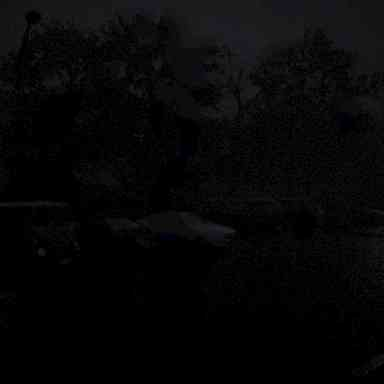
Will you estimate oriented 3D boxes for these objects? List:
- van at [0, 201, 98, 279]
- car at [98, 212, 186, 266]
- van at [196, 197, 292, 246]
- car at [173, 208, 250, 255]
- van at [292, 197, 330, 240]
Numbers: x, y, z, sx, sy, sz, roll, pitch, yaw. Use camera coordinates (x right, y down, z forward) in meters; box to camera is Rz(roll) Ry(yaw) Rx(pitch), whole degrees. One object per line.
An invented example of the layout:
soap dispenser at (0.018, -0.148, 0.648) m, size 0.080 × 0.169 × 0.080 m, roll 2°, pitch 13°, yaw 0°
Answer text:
van at (-5.075, 1.256, 9.823) m, size 4.442 × 1.987 × 1.878 m, roll -1°, pitch -1°, yaw 34°
car at (-2.775, 1.519, 11.596) m, size 4.674 × 1.452 × 2.002 m, roll -1°, pitch -1°, yaw 34°
van at (1.916, 1.250, 15.078) m, size 4.442 × 1.987 × 1.878 m, roll -1°, pitch 0°, yaw 34°
car at (-0.380, 1.515, 13.309) m, size 4.674 × 1.452 × 2.002 m, roll -1°, pitch -1°, yaw 34°
van at (4.511, 1.247, 16.664) m, size 4.442 × 1.987 × 1.878 m, roll -1°, pitch -1°, yaw 34°
